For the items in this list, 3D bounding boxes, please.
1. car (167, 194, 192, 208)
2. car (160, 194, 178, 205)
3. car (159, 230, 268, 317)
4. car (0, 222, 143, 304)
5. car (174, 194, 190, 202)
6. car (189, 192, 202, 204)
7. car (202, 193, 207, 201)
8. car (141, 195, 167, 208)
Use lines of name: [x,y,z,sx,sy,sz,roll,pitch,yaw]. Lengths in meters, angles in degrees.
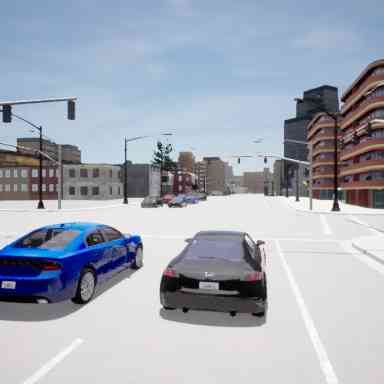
car: [-1.909,1.409,46.874,2.033,1.411,5.357,0,1,11]
car: [-3.781,1.226,55.464,1.882,1.535,5.008,0,1,11]
car: [0.692,1.564,7.624,1.994,1.385,4.181,0,0,12]
car: [-2.745,1.478,8.271,1.882,1.535,5.008,0,0,11]
car: [-1.872,1.125,65.114,2.033,1.411,5.357,0,1,11]
car: [-0.072,1.249,56.279,1.812,1.442,4.674,0,1,11]
car: [1.890,1.052,66.101,1.837,1.490,4.892,0,1,12]
car: [-5.545,1.230,46.498,2.097,1.767,4.553,0,1,11]
